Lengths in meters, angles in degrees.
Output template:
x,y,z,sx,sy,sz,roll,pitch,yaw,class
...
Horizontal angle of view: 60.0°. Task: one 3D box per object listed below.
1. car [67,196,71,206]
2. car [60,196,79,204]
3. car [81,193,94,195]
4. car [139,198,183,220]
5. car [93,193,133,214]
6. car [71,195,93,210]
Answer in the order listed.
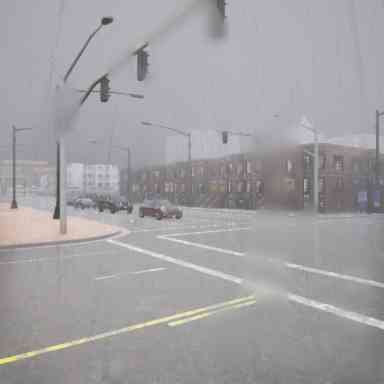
x,y,z,sx,sy,sz,roll,pitch,yaw,class
-20.027,1.564,52.421,1.994,1.385,4.181,0,0,-35,car
-23.415,1.547,63.394,2.033,1.411,5.357,0,0,-36,car
-17.194,1.222,54.730,2.150,2.045,5.566,0,0,-35,car
-2.720,1.352,28.259,2.097,1.767,4.553,0,0,-35,car
-8.434,1.221,36.198,2.150,2.045,5.566,0,0,-36,car
-14.225,1.526,44.293,1.812,1.442,4.674,0,0,-35,car
